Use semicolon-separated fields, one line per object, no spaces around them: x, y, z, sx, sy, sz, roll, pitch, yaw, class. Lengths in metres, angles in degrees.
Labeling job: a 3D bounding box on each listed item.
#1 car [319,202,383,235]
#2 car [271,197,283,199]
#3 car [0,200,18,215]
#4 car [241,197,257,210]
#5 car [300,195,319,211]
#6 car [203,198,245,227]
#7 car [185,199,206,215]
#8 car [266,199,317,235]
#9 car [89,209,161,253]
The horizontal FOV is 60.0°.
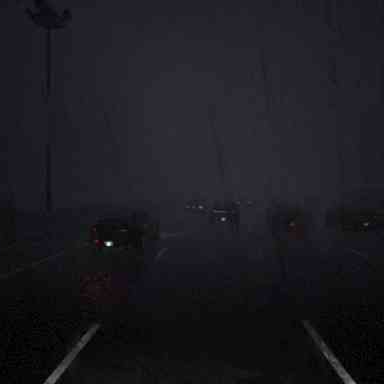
8.745;1.384;18.388;1.882;1.535;5.008;0;0;9;car
9.730;1.306;38.012;1.837;1.490;4.892;0;0;17;car
-12.471;1.241;19.612;2.097;1.767;4.553;0;0;9;car
6.328;1.322;38.847;1.812;1.442;4.674;0;0;17;car
13.311;1.160;37.718;2.097;1.767;4.553;0;1;17;car
2.267;1.375;22.032;2.128;1.511;4.902;0;0;9;car
0.743;1.378;31.915;2.033;1.411;5.357;0;0;14;car
5.179;1.383;18.217;1.882;1.535;5.008;0;0;8;car
-2.495;1.432;13.378;1.837;1.490;4.892;0;0;6;car
